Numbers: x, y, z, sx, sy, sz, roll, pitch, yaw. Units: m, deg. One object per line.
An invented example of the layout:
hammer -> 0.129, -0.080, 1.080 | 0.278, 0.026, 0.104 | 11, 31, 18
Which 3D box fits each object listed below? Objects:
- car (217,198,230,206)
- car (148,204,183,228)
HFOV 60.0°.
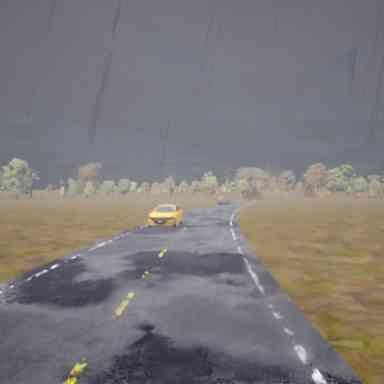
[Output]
car -> 6.114, 1.926, 64.227 | 1.994, 1.385, 4.181 | 0, 0, 16
car -> -1.784, 1.620, 23.633 | 1.882, 1.535, 5.008 | 0, 0, 6
